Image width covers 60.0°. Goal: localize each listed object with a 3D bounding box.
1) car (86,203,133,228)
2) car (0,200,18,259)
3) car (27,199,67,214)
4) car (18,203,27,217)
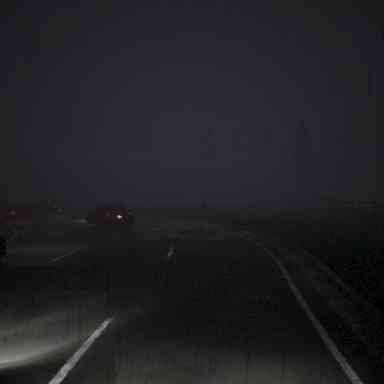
[{"bbox_3d":[-5.215,1.381,20.771,1.994,1.385,4.181,0,0,-31],"label":"car"},{"bbox_3d":[-6.340,1.158,6.833,2.150,2.045,5.566,0,1,5],"label":"car"},{"bbox_3d":[-14.030,1.326,30.577,4.718,1.301,1.895,0,0,17],"label":"car"},{"bbox_3d":[-14.498,1.262,23.609,5.008,1.535,1.882,0,0,22],"label":"car"}]
